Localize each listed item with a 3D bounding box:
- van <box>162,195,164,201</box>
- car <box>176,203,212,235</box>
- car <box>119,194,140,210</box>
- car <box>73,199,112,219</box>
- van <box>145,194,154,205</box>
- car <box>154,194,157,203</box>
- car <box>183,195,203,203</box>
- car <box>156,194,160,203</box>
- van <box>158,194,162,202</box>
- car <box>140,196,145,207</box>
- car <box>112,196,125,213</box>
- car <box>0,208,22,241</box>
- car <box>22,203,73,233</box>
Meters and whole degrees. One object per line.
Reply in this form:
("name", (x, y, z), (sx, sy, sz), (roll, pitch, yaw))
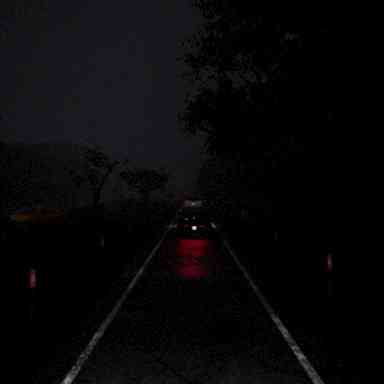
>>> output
("van", (-9.145, 1.664, 90.135), (1.878, 1.987, 4.442), (0, -1, -2))
("car", (0.124, 1.602, 19.571), (1.837, 1.490, 4.892), (0, 0, 0))
("car", (-8.991, 1.346, 44.760), (2.435, 2.045, 5.566), (0, 0, 1))
("car", (-8.992, 1.478, 29.327), (2.097, 1.535, 5.008), (0, 0, 2))
("van", (-8.996, 1.487, 62.476), (1.878, 1.987, 4.442), (0, 0, 2))
("car", (-8.991, 1.733, 68.159), (2.231, 1.521, 4.892), (0, -1, -2))
("car", (0.147, 1.372, 38.886), (2.150, 2.045, 5.566), (0, 0, 0))
("car", (-8.990, 1.803, 73.670), (2.163, 1.488, 4.792), (0, -1, -2))
("van", (-8.992, 1.595, 80.184), (1.878, 1.987, 4.442), (0, -1, -2))
("car", (-8.991, 1.672, 51.503), (2.002, 1.452, 4.674), (0, 0, 0))
("car", (-8.992, 1.501, 34.875), (2.097, 1.535, 5.008), (0, -1, 2))
("car", (-8.992, 1.391, 12.693), (2.097, 1.535, 5.008), (0, -1, 2))
("car", (-8.999, 1.413, 19.074), (1.946, 1.575, 5.366), (0, 0, 2))
